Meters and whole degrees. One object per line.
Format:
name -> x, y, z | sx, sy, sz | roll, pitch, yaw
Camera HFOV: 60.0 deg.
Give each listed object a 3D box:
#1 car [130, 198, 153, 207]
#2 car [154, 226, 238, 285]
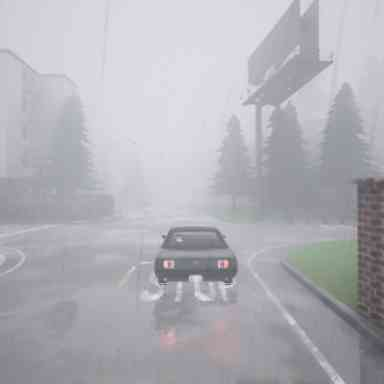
car -> -8.236, 1.745, 54.160 | 2.033, 1.411, 5.357 | 0, 0, -34
car -> 0.047, 1.637, 9.606 | 1.895, 1.301, 4.718 | 0, 0, -1
